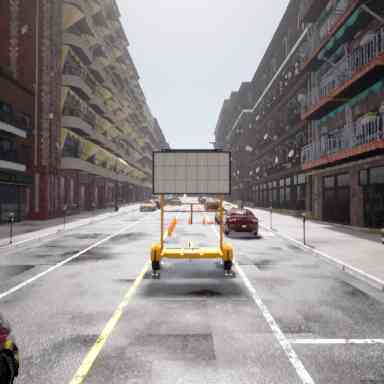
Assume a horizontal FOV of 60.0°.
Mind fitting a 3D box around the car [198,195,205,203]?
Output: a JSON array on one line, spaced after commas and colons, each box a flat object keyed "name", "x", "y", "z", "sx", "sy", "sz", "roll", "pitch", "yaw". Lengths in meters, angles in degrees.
[{"name": "car", "x": 2.577, "y": 1.685, "z": 62.956, "sx": 1.887, "sy": 1.381, "sz": 4.507, "roll": 1, "pitch": 0, "yaw": 0}]

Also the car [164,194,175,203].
[{"name": "car", "x": -5.300, "y": 1.527, "z": 79.608, "sx": 2.192, "sy": 1.841, "sz": 5.009, "roll": 1, "pitch": 0, "yaw": 0}]

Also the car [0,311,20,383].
[{"name": "car", "x": -2.850, "y": 1.565, "z": 1.896, "sx": 1.994, "sy": 1.385, "sz": 4.181, "roll": 0, "pitch": 0, "yaw": 0}]

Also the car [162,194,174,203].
[{"name": "car", "x": -5.299, "y": 1.502, "z": 74.078, "sx": 2.192, "sy": 1.841, "sz": 5.009, "roll": 1, "pitch": 0, "yaw": 0}]

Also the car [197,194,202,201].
[{"name": "car", "x": 2.576, "y": 1.707, "z": 68.486, "sx": 1.887, "sy": 1.381, "sz": 4.507, "roll": 1, "pitch": 0, "yaw": 0}]

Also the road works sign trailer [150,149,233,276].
[{"name": "road works sign trailer", "x": -0.011, "y": 0.473, "z": 10.382, "sx": 2.380, "sy": 3.560, "sz": 2.880, "roll": 0, "pitch": 0, "yaw": 0}]

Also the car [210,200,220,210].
[{"name": "car", "x": 2.583, "y": 1.555, "z": 24.412, "sx": 1.752, "sy": 1.417, "sz": 4.829, "roll": 1, "pitch": 0, "yaw": 0}]

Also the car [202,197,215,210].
[{"name": "car", "x": 2.580, "y": 1.614, "z": 40.832, "sx": 1.887, "sy": 1.381, "sz": 4.507, "roll": 1, "pitch": 0, "yaw": 0}]

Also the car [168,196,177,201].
[{"name": "car", "x": -5.308, "y": 1.832, "z": 90.669, "sx": 1.947, "sy": 1.339, "sz": 4.313, "roll": 1, "pitch": 0, "yaw": 0}]

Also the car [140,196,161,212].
[{"name": "car", "x": -5.300, "y": 1.595, "z": 40.724, "sx": 1.752, "sy": 1.417, "sz": 4.829, "roll": 2, "pitch": 0, "yaw": 0}]

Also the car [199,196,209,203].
[{"name": "car", "x": 2.585, "y": 1.627, "z": 74.018, "sx": 1.967, "sy": 1.590, "sz": 4.097, "roll": 1, "pitch": 0, "yaw": 0}]

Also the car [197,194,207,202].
[{"name": "car", "x": 2.545, "y": 1.552, "z": 85.080, "sx": 2.192, "sy": 1.841, "sz": 5.009, "roll": 1, "pitch": 0, "yaw": 0}]

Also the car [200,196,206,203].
[{"name": "car", "x": 2.579, "y": 1.635, "z": 46.364, "sx": 2.008, "sy": 1.369, "sz": 4.403, "roll": 1, "pitch": 0, "yaw": 0}]

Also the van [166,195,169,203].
[{"name": "van", "x": -5.297, "y": 1.460, "z": 57.485, "sx": 1.690, "sy": 1.788, "sz": 3.998, "roll": 2, "pitch": 0, "yaw": 0}]

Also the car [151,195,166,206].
[{"name": "car", "x": -5.295, "y": 1.400, "z": 46.426, "sx": 2.192, "sy": 1.841, "sz": 5.009, "roll": 2, "pitch": 0, "yaw": 0}]

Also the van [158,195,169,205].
[{"name": "van", "x": -5.299, "y": 1.482, "z": 63.017, "sx": 1.690, "sy": 1.788, "sz": 3.998, "roll": 1, "pitch": 0, "yaw": 0}]

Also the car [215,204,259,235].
[{"name": "car", "x": 2.583, "y": 1.565, "z": 18.710, "sx": 1.887, "sy": 1.381, "sz": 4.507, "roll": 1, "pitch": 0, "yaw": 0}]

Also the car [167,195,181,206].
[{"name": "car", "x": -2.756, "y": 1.641, "z": 56.533, "sx": 1.812, "sy": 1.442, "sz": 4.674, "roll": 0, "pitch": 0, "yaw": 0}]
